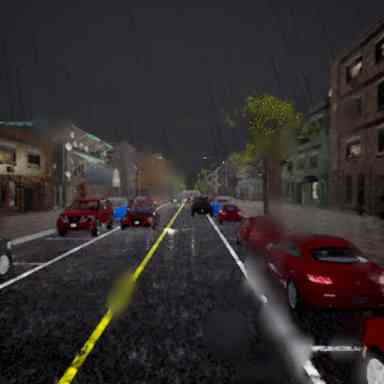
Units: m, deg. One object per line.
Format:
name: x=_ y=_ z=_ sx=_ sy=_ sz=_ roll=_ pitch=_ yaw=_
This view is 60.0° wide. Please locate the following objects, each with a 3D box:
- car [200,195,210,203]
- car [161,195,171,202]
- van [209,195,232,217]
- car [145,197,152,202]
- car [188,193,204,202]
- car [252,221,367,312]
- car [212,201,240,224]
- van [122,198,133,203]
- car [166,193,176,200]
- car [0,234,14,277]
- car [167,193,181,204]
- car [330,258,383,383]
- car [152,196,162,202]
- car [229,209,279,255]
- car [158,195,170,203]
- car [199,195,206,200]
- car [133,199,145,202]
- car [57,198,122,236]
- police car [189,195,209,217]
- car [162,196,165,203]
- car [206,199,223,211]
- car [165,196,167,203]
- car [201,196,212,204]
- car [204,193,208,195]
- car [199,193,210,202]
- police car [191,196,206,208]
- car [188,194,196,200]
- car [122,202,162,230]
car: x=2.669 y=1.414 z=68.599 sx=1.752 sy=1.417 sz=4.829 roll=-1 pitch=0 yaw=0
car: x=-5.713 y=1.461 z=73.975 sx=1.802 sy=1.307 sz=4.206 roll=-1 pitch=0 yaw=0
van: x=2.677 y=1.294 z=29.592 sx=1.690 sy=1.788 sz=3.998 roll=-1 pitch=0 yaw=0
car: x=-5.703 y=1.488 z=35.136 sx=1.887 sy=1.381 sz=4.507 roll=-1 pitch=0 yaw=0
car: x=0.826 y=1.286 z=40.827 sx=2.097 sy=1.767 sz=4.553 roll=0 pitch=0 yaw=-1
car: x=2.685 y=1.571 z=7.399 sx=1.802 sy=1.307 sz=4.206 roll=-1 pitch=0 yaw=0
car: x=2.681 y=1.544 z=24.044 sx=1.802 sy=1.307 sz=4.206 roll=-1 pitch=0 yaw=0
van: x=-5.702 y=1.302 z=24.039 sx=1.690 sy=1.788 sz=3.998 roll=-1 pitch=0 yaw=0
car: x=-5.721 y=1.165 z=90.619 sx=2.192 sy=1.841 sz=5.009 roll=-1 pitch=0 yaw=0
car: x=-5.695 y=1.538 z=7.394 sx=2.008 sy=1.369 sz=4.403 roll=-1 pitch=0 yaw=0
car: x=-3.038 y=1.396 z=62.939 sx=2.128 sy=1.511 sz=4.902 roll=0 pitch=0 yaw=0
car: x=2.687 y=1.542 z=1.850 sx=1.887 sy=1.381 sz=4.507 roll=-1 pitch=0 yaw=0
car: x=-5.707 y=1.365 z=46.232 sx=1.967 sy=1.590 sz=4.097 roll=-1 pitch=0 yaw=0
car: x=2.684 y=1.562 z=12.947 sx=1.802 sy=1.307 sz=4.206 roll=-1 pitch=0 yaw=0
car: x=-5.713 y=1.439 z=68.426 sx=2.008 sy=1.369 sz=4.403 roll=-1 pitch=0 yaw=0
car: x=2.664 y=1.443 z=85.075 sx=1.802 sy=1.307 sz=4.206 roll=-1 pitch=0 yaw=0
car: x=-5.702 y=1.392 z=29.587 sx=1.967 sy=1.590 sz=4.097 roll=-1 pitch=0 yaw=0
car: x=-5.700 y=1.285 z=18.491 sx=2.192 sy=1.841 sz=5.009 roll=-1 pitch=0 yaw=0
police car: x=0.891 y=1.376 z=30.979 sx=1.930 sy=1.638 sz=5.238 roll=0 pitch=0 yaw=0
car: x=-5.707 y=1.460 z=51.781 sx=1.887 sy=1.381 sz=4.507 roll=-1 pitch=0 yaw=0
car: x=2.676 y=1.517 z=40.689 sx=1.802 sy=1.307 sz=4.206 roll=-1 pitch=0 yaw=0
car: x=-5.710 y=1.479 z=62.877 sx=1.802 sy=1.307 sz=4.206 roll=-1 pitch=0 yaw=0
car: x=2.670 y=1.464 z=62.882 sx=1.947 sy=1.339 sz=4.313 roll=-1 pitch=0 yaw=0
car: x=2.676 y=1.259 z=35.140 sx=2.192 sy=1.841 sz=5.009 roll=-1 pitch=0 yaw=0
car: x=2.665 y=1.195 z=73.979 sx=2.192 sy=1.841 sz=5.009 roll=-1 pitch=0 yaw=0
police car: x=0.886 y=1.350 z=46.980 sx=1.930 sy=1.638 sz=5.238 roll=0 pitch=0 yaw=0
car: x=-0.022 y=1.262 z=82.865 sx=2.033 sy=1.411 sz=5.357 roll=0 pitch=0 yaw=0
car: x=-3.104 y=1.531 z=20.708 sx=1.994 sy=1.385 sz=4.181 roll=0 pitch=0 yaw=0
